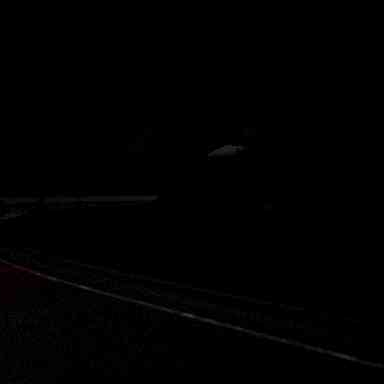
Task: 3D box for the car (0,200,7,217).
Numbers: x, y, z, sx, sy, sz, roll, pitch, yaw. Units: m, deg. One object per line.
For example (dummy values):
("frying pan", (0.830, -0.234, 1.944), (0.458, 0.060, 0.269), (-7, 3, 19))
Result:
("car", (-17.957, 1.262, 28.914), (2.150, 2.045, 5.566), (0, 0, -13))
